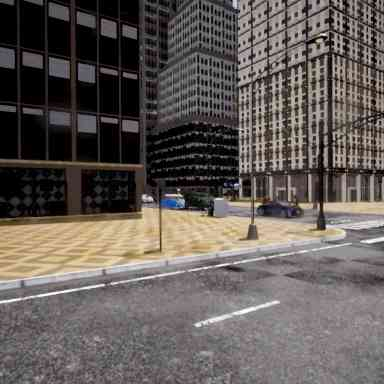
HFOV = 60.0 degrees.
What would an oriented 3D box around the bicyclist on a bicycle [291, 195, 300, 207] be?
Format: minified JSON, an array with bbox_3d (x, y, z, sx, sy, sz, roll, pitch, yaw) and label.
[{"bbox_3d":[11.978,1.112,38.388,1.656,1.620,0.582,-1,1,-34],"label":"bicyclist on a bicycle"}]

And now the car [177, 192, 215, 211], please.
[{"bbox_3d":[0.898,1.070,39.197,2.150,2.045,5.566,-1,1,-34],"label":"car"}]

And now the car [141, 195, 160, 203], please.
[{"bbox_3d":[-7.840,1.233,62.542,1.887,1.381,4.507,0,0,-34],"label":"car"}]

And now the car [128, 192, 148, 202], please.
[{"bbox_3d":[-10.936,0.976,67.135,2.192,1.841,5.009,0,0,-34],"label":"car"}]

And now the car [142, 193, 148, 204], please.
[{"bbox_3d":[-9.585,1.288,54.885,1.812,1.442,4.674,-1,0,-33],"label":"car"}]

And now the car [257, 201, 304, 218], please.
[{"bbox_3d":[7.672,1.474,29.153,1.994,1.385,4.181,-1,1,-34],"label":"car"}]

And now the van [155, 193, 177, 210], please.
[{"bbox_3d":[-2.409,1.206,39.484,1.690,1.788,3.998,0,0,-34],"label":"van"}]

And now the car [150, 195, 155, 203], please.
[{"bbox_3d":[-4.745,1.030,57.947,2.192,1.841,5.009,0,0,-34],"label":"car"}]

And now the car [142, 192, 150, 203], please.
[{"bbox_3d":[-8.567,1.248,58.978,1.812,1.442,4.674,-1,1,-34],"label":"car"}]
